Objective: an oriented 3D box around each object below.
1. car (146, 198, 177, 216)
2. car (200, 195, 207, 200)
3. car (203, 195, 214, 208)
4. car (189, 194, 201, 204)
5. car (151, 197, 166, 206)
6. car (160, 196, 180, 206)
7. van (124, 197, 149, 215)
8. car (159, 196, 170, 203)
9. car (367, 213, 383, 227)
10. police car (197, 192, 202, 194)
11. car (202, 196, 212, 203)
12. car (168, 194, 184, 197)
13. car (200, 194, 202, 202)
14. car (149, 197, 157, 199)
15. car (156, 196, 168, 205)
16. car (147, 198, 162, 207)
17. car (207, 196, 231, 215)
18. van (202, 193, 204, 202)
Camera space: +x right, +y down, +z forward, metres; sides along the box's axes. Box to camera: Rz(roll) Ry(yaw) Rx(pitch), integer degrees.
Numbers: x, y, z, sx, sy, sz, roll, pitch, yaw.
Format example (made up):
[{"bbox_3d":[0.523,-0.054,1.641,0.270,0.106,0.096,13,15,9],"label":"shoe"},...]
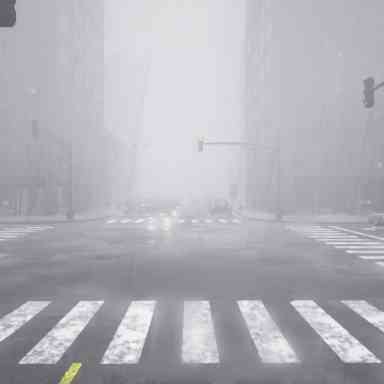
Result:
[{"bbox_3d":[-2.943,1.603,33.197,1.895,1.301,4.718,0,0,3],"label":"car"},{"bbox_3d":[3.100,1.558,90.076,1.947,1.339,4.313,0,0,0],"label":"car"},{"bbox_3d":[2.880,1.443,44.721,1.967,1.590,4.097,0,0,0],"label":"car"},{"bbox_3d":[0.413,1.549,63.328,2.033,1.411,5.357,0,0,0],"label":"car"},{"bbox_3d":[-5.591,1.568,56.096,1.947,1.339,4.313,0,0,0],"label":"car"},{"bbox_3d":[-2.894,1.604,43.180,1.895,1.301,4.718,0,0,1],"label":"car"},{"bbox_3d":[-5.701,1.343,33.423,1.690,1.788,3.998,0,0,0],"label":"van"},{"bbox_3d":[-5.535,1.566,67.432,1.947,1.339,4.313,0,0,0],"label":"car"},{"bbox_3d":[13.633,1.615,20.716,4.718,1.301,1.895,0,0,0],"label":"car"},{"bbox_3d":[2.747,1.421,79.490,1.930,1.638,5.238,0,0,0],"label":"police car"},{"bbox_3d":[2.990,1.551,67.399,2.008,1.369,4.403,0,0,0],"label":"car"},{"bbox_3d":[-2.834,1.550,53.870,2.033,1.411,5.357,0,0,1],"label":"car"},{"bbox_3d":[2.963,1.527,61.899,1.752,1.417,4.829,0,0,0],"label":"car"},{"bbox_3d":[-5.673,1.443,39.091,1.967,1.590,4.097,0,0,0],"label":"car"},{"bbox_3d":[-5.564,1.527,61.594,1.752,1.417,4.829,0,0,0],"label":"car"},{"bbox_3d":[-5.618,1.585,50.428,1.802,1.307,4.206,0,0,0],"label":"car"},{"bbox_3d":[2.825,1.442,33.383,1.967,1.590,4.097,0,0,0],"label":"car"},{"bbox_3d":[2.935,1.344,56.060,1.690,1.788,3.998,0,0,0],"label":"van"}]
